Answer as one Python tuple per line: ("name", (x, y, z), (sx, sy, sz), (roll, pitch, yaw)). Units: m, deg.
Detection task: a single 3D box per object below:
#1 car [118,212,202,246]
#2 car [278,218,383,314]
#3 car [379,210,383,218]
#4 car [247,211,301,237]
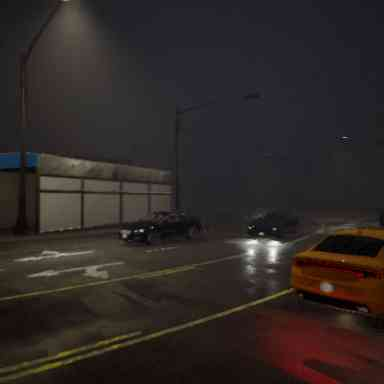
("car", (-1.502, 1.790, 17.119), (2.128, 1.511, 4.902), (-1, -1, 40))
("car", (4.246, 1.611, 7.801), (5.008, 1.535, 1.882), (1, -1, -44))
("car", (15.408, 1.767, 24.813), (2.097, 1.767, 4.553), (-1, -1, 22))
("car", (5.105, 1.890, 20.037), (2.033, 1.411, 5.357), (-1, -1, 32))
